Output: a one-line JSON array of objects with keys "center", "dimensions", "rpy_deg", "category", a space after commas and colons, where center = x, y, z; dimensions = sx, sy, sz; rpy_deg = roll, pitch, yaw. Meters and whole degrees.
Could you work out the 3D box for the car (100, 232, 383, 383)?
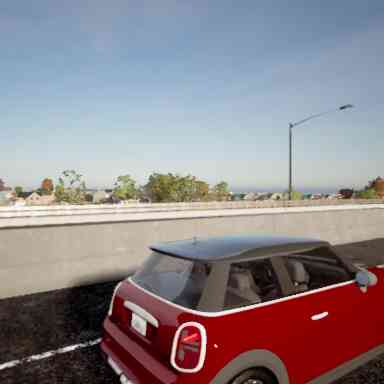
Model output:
[{"center": [1.195, 1.351, 4.584], "dimensions": [4.553, 1.767, 2.097], "rpy_deg": [0, 0, -35], "category": "car"}]
